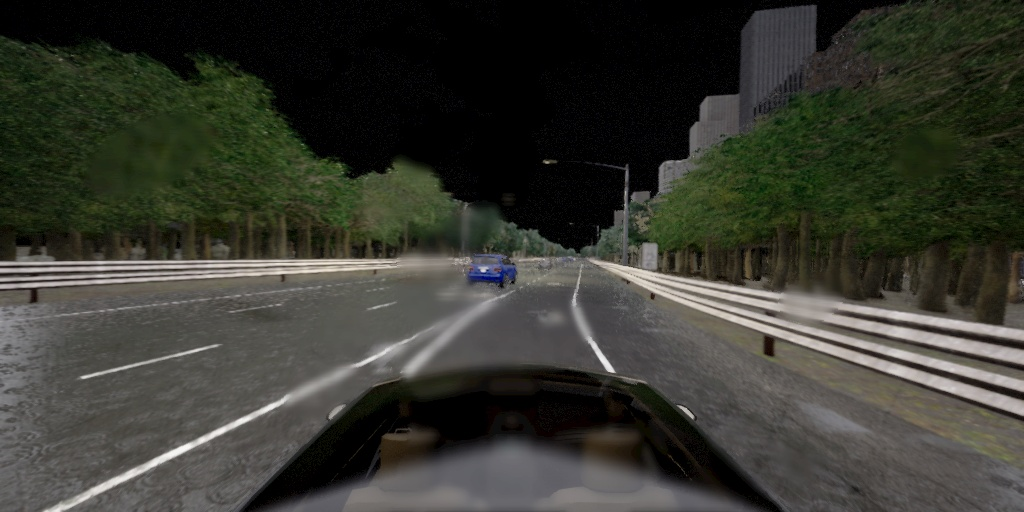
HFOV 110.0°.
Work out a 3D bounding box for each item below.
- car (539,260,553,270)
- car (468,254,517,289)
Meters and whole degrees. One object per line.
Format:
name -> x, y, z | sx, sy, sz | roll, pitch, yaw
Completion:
car -> 5.291, 1.360, 55.666 | 2.128, 1.511, 4.902 | 1, 0, 11
car -> -1.133, 0.937, 23.190 | 2.150, 2.045, 5.566 | 1, 0, 11
